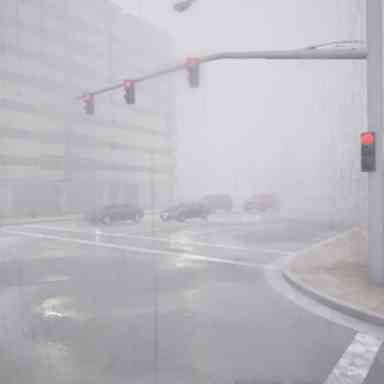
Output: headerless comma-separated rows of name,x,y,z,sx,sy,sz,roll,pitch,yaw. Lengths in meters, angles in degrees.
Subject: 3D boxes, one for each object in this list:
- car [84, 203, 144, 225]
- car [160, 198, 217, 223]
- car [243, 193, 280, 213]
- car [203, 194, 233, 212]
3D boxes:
car,-5.752,1.588,25.024,1.837,1.490,4.892,-1,0,38
car,-0.473,1.514,26.129,2.128,1.511,4.902,-1,0,38
car,7.767,1.156,36.722,2.150,2.045,5.566,-1,0,40
car,2.281,1.215,35.404,2.150,2.045,5.566,-1,0,38
